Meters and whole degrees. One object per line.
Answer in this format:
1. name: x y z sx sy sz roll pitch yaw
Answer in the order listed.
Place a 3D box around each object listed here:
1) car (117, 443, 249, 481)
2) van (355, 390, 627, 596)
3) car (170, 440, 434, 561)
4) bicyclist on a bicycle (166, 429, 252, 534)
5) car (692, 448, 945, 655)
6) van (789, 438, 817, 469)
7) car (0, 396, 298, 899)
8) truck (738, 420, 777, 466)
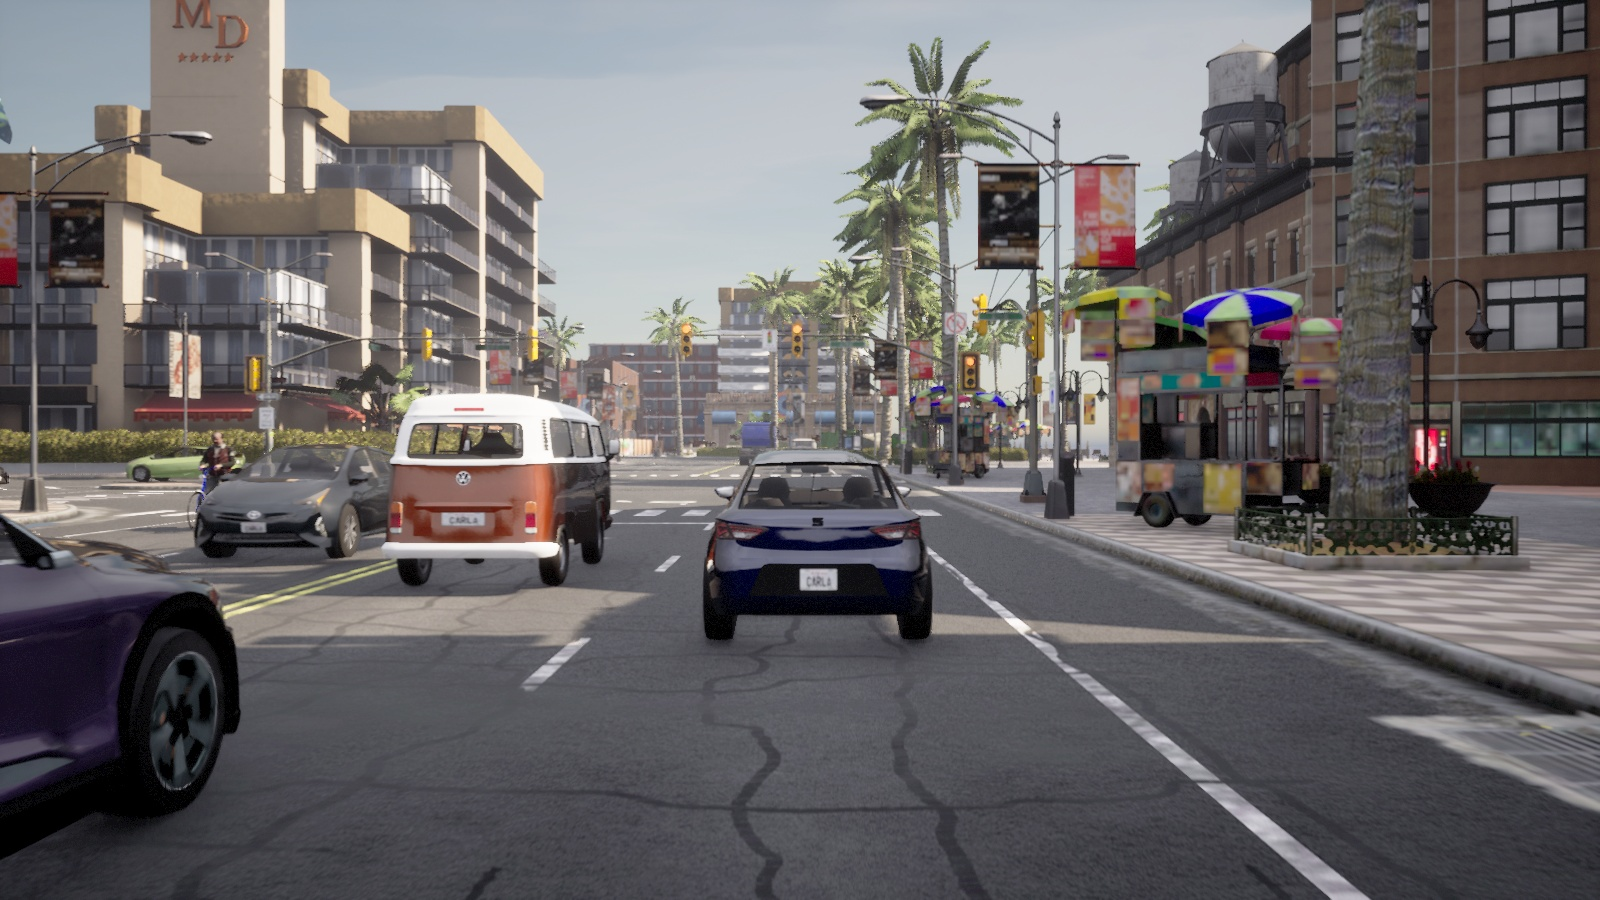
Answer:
1. car: -25.610 0.494 52.215 4.514 1.525 2.007 0 0 0
2. van: -3.364 0.417 14.659 2.069 2.038 4.480 0 0 0
3. car: -6.927 0.627 18.064 2.007 1.525 4.514 0 0 0
4. bicyclist on a bicycle: -10.422 0.532 22.220 0.659 1.776 1.843 0 0 0
5. car: 0.119 0.723 11.090 1.816 1.474 4.193 0 0 0
6. van: 0.184 0.220 82.089 1.775 1.987 4.442 0 0 0
7. car: -3.468 0.658 3.674 2.033 1.649 4.856 0 0 0
8. truck: -3.312 -0.585 98.913 2.891 3.462 7.936 0 0 -1
